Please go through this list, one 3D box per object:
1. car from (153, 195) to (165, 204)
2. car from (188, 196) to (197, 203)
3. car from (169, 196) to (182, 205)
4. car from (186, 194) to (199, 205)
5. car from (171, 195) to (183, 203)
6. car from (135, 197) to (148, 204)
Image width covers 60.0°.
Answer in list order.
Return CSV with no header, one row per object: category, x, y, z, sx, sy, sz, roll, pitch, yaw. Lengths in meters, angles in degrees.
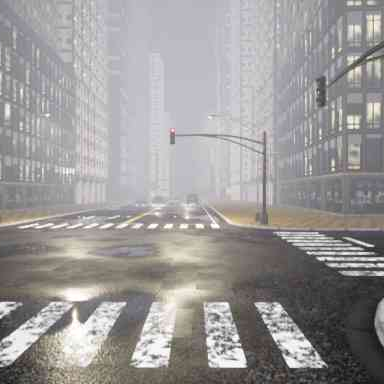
car,-6.382,1.455,64.321,2.097,1.767,4.553,0,0,0
car,0.130,1.527,70.529,1.994,1.385,4.181,0,0,0
car,-3.139,1.690,60.146,1.895,1.301,4.718,0,0,0
car,0.111,1.311,60.142,2.150,2.045,5.566,0,0,0
car,-3.121,1.481,70.118,2.128,1.511,4.902,0,0,0
car,-9.631,1.651,64.296,2.033,1.411,5.357,0,0,0
